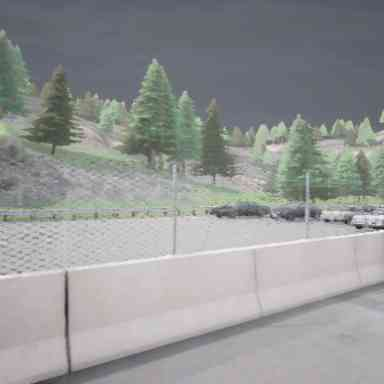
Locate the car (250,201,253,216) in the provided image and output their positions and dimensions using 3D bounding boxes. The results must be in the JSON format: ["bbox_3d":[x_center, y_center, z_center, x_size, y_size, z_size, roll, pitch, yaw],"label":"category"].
[{"bbox_3d":[4.104,1.441,27.423,5.357,1.411,2.033,1,0,-31],"label":"car"}]

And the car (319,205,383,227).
[{"bbox_3d":[11.371,1.602,23.533,4.718,1.301,1.895,1,0,-29],"label":"car"}]
